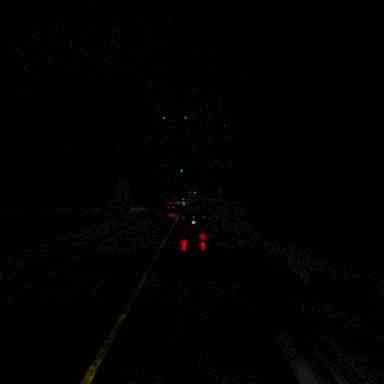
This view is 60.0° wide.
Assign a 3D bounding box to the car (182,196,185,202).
[{"bbox_3d":[-2.694,1.652,81.682,1.837,1.490,4.892,0,0,0],"label":"car"}]

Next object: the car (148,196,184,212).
[{"bbox_3d":[-3.562,1.518,39.965,2.128,1.511,4.902,1,-1,-37],"label":"car"}]

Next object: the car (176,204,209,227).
[{"bbox_3d":[0.098,1.605,22.863,1.895,1.301,4.718,0,0,0],"label":"car"}]
